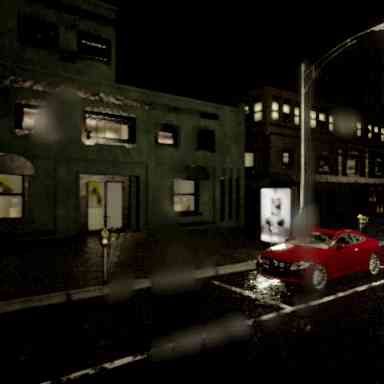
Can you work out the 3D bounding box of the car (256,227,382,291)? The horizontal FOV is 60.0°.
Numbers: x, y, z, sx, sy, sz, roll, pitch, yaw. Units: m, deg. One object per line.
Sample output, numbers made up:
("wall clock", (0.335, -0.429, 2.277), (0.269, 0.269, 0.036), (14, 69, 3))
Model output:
("car", (3.619, 1.656, 9.147), (4.206, 1.307, 1.802), (1, -1, -36))
